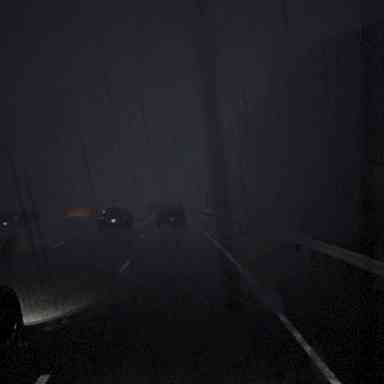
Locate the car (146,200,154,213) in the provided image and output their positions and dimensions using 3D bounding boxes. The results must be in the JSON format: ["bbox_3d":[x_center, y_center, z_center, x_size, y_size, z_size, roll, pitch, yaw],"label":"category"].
[{"bbox_3d":[-4.543,1.665,40.864,1.882,1.535,5.008,0,0,-12],"label":"car"}]

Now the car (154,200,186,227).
[{"bbox_3d":[-1.542,1.584,23.560,1.882,1.535,5.008,0,0,-7],"label":"car"}]

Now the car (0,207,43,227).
[{"bbox_3d":[-12.067,1.724,23.280,1.895,1.301,4.718,0,0,-7],"label":"car"}]

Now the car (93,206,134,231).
[{"bbox_3d":[-4.821,1.667,21.422,1.994,1.385,4.181,0,0,-7],"label":"car"}]

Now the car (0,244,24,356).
[{"bbox_3d":[-3.548,1.586,3.423,1.994,1.385,4.181,0,0,-1],"label":"car"}]

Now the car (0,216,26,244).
[{"bbox_3d":[-7.313,1.660,10.406,1.895,1.301,4.718,0,0,-3],"label":"car"}]

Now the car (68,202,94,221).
[{"bbox_3d":[-9.350,1.620,28.731,1.882,1.535,5.008,0,0,-9],"label":"car"}]
